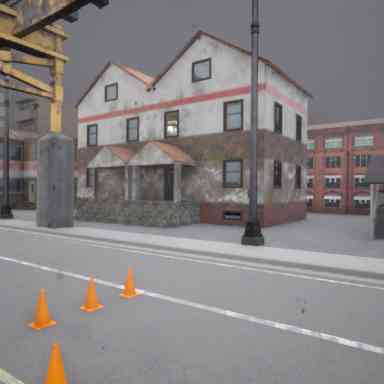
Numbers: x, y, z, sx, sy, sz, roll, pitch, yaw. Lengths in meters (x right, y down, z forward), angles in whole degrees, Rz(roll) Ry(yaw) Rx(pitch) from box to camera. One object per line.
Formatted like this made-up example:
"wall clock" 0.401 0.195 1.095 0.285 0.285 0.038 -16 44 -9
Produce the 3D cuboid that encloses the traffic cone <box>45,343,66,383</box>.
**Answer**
"traffic cone" -1.492 1.952 3.636 0.340 0.580 0.340 0 0 36

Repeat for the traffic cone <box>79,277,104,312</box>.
"traffic cone" -1.943 1.949 6.428 0.340 0.580 0.340 0 0 36

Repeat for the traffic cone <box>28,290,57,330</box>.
"traffic cone" -2.528 1.949 5.617 0.340 0.580 0.340 0 0 36

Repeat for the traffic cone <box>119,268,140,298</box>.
"traffic cone" -1.358 1.949 7.239 0.340 0.580 0.340 0 0 36
